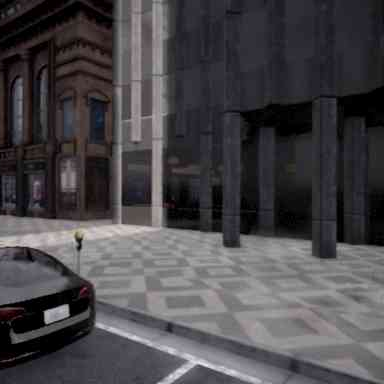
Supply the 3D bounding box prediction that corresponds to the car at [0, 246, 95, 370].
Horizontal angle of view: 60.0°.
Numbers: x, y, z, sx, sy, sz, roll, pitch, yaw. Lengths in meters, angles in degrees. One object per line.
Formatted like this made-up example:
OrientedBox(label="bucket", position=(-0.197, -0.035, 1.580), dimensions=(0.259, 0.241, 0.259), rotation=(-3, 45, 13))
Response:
OrientedBox(label="car", position=(-3.379, 1.559, 5.369), dimensions=(4.313, 1.339, 1.947), rotation=(0, 0, 35))
